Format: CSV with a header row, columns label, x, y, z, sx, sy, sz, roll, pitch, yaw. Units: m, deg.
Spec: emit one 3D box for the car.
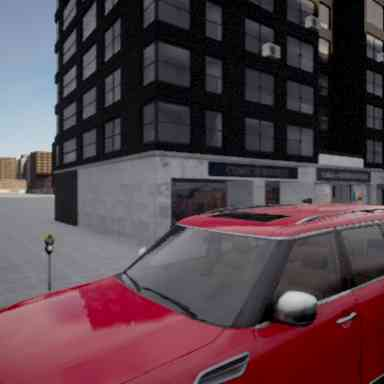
label,x,y,z,sx,sy,sz,roll,pitch,yaw
car,0.730,1.214,3.578,5.566,2.045,2.150,-1,1,-35
